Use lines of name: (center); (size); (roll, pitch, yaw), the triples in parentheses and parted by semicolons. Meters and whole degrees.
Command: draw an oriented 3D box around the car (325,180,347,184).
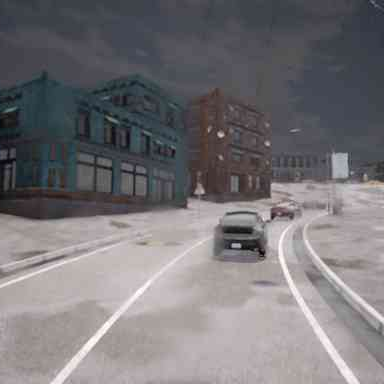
car: (34.643, -2.225, 82.140); (4.892, 1.521, 2.231); (0, -5, -4)

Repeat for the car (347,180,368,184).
car: (40.171, -2.129, 82.609); (4.674, 1.452, 2.002); (1, -5, -5)

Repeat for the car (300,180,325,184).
car: (29.136, -2.255, 81.772); (4.892, 1.521, 2.231); (0, -5, -4)

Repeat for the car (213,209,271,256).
car: (2.049, 1.518, 13.308); (1.837, 1.490, 4.892); (0, 0, 14)

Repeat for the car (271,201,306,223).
car: (7.937, 1.519, 27.962); (1.812, 1.442, 4.674); (-3, -1, 30)

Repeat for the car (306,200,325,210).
car: (15.811, 1.716, 43.820); (4.181, 1.385, 1.994); (0, -3, -42)

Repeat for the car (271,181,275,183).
car: (18.217, -2.413, 81.067); (4.553, 1.767, 2.185); (0, -5, -4)

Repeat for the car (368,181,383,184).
car: (45.687, -2.098, 83.202); (5.008, 1.535, 2.097); (1, -5, -6)
